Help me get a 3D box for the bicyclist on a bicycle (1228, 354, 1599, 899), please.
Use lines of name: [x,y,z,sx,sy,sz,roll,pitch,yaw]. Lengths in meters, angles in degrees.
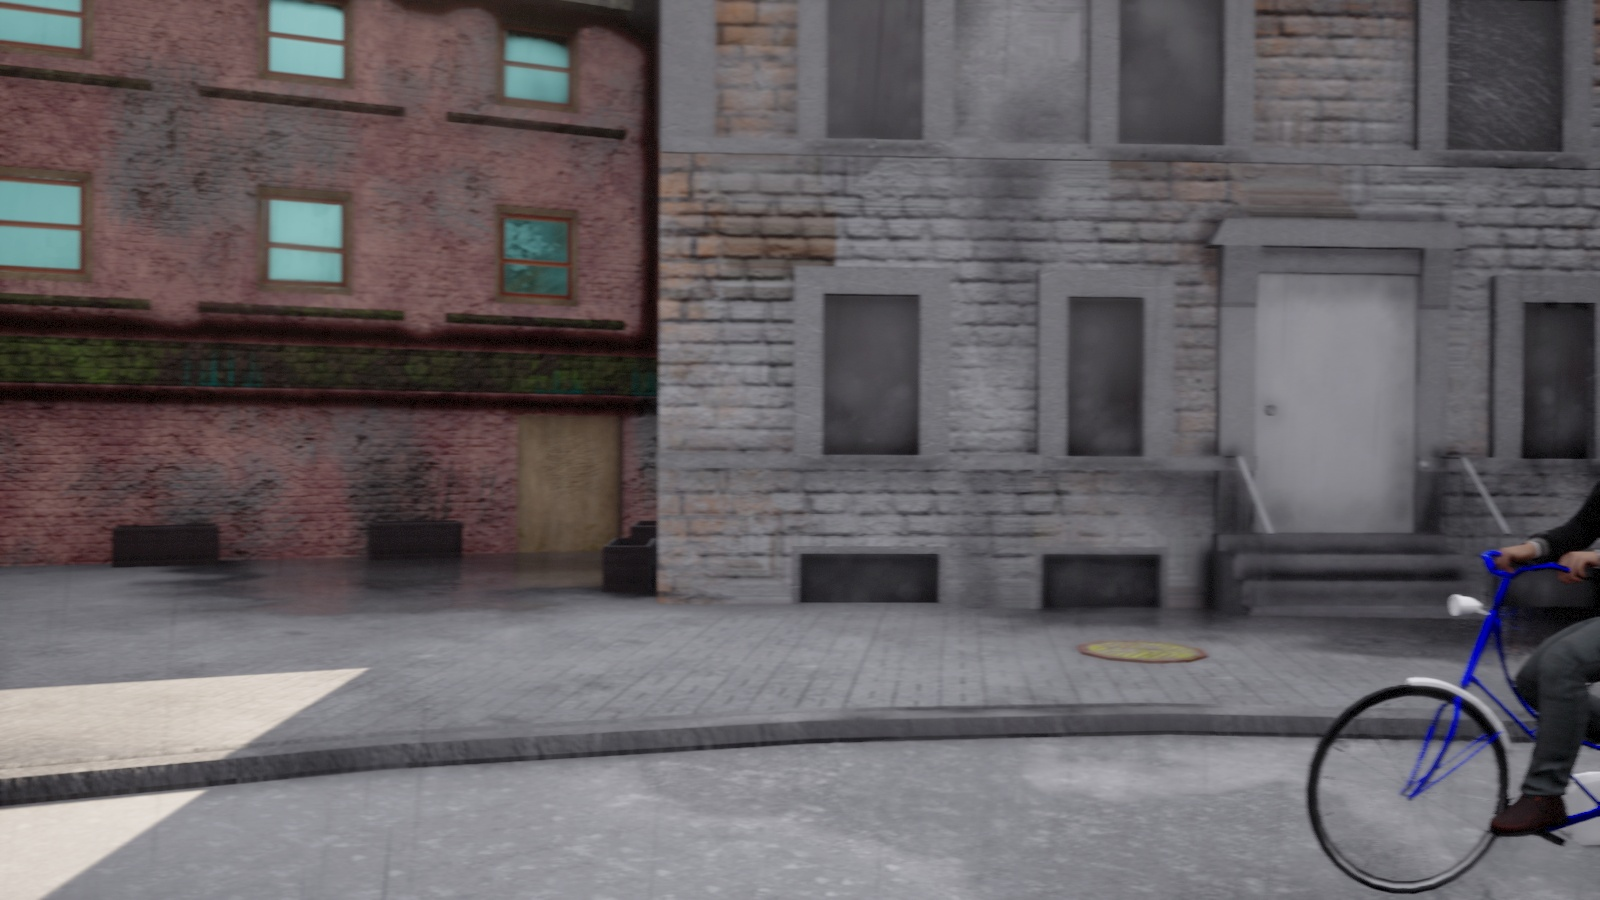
bicyclist on a bicycle: [2.464,0.597,4.161,1.843,1.776,0.659,0,1,-1]
